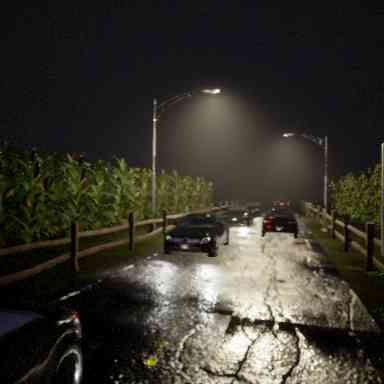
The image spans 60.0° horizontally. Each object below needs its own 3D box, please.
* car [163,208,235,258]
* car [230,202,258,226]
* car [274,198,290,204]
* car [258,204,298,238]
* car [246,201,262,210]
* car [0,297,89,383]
[{"bbox_3d":[0.372,1.555,13.204,1.812,1.442,4.674,1,0,15],"label":"car"},{"bbox_3d":[3.375,1.659,24.113,1.994,1.385,4.181,1,0,16],"label":"car"},{"bbox_3d":[12.130,1.625,44.876,2.097,1.767,4.553,1,0,15],"label":"car"},{"bbox_3d":[4.893,1.629,18.540,1.812,1.442,4.674,1,0,15],"label":"car"},{"bbox_3d":[6.187,1.637,34.212,1.882,1.535,5.008,1,0,16],"label":"car"},{"bbox_3d":[-2.449,1.534,2.185,1.994,1.385,4.181,1,0,12],"label":"car"}]
